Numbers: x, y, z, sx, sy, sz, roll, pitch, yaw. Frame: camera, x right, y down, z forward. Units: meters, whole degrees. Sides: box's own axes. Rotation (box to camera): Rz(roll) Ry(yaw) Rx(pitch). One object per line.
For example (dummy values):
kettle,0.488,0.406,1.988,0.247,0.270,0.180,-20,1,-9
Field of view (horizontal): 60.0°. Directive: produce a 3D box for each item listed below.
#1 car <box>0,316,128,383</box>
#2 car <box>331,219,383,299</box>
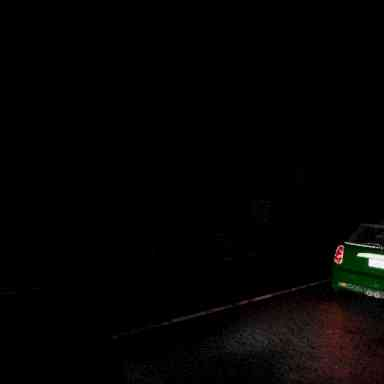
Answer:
car,-2.740,1.492,1.795,4.902,1.511,2.128,0,0,-36
car,5.177,1.352,7.425,4.553,1.767,2.097,0,0,-35
